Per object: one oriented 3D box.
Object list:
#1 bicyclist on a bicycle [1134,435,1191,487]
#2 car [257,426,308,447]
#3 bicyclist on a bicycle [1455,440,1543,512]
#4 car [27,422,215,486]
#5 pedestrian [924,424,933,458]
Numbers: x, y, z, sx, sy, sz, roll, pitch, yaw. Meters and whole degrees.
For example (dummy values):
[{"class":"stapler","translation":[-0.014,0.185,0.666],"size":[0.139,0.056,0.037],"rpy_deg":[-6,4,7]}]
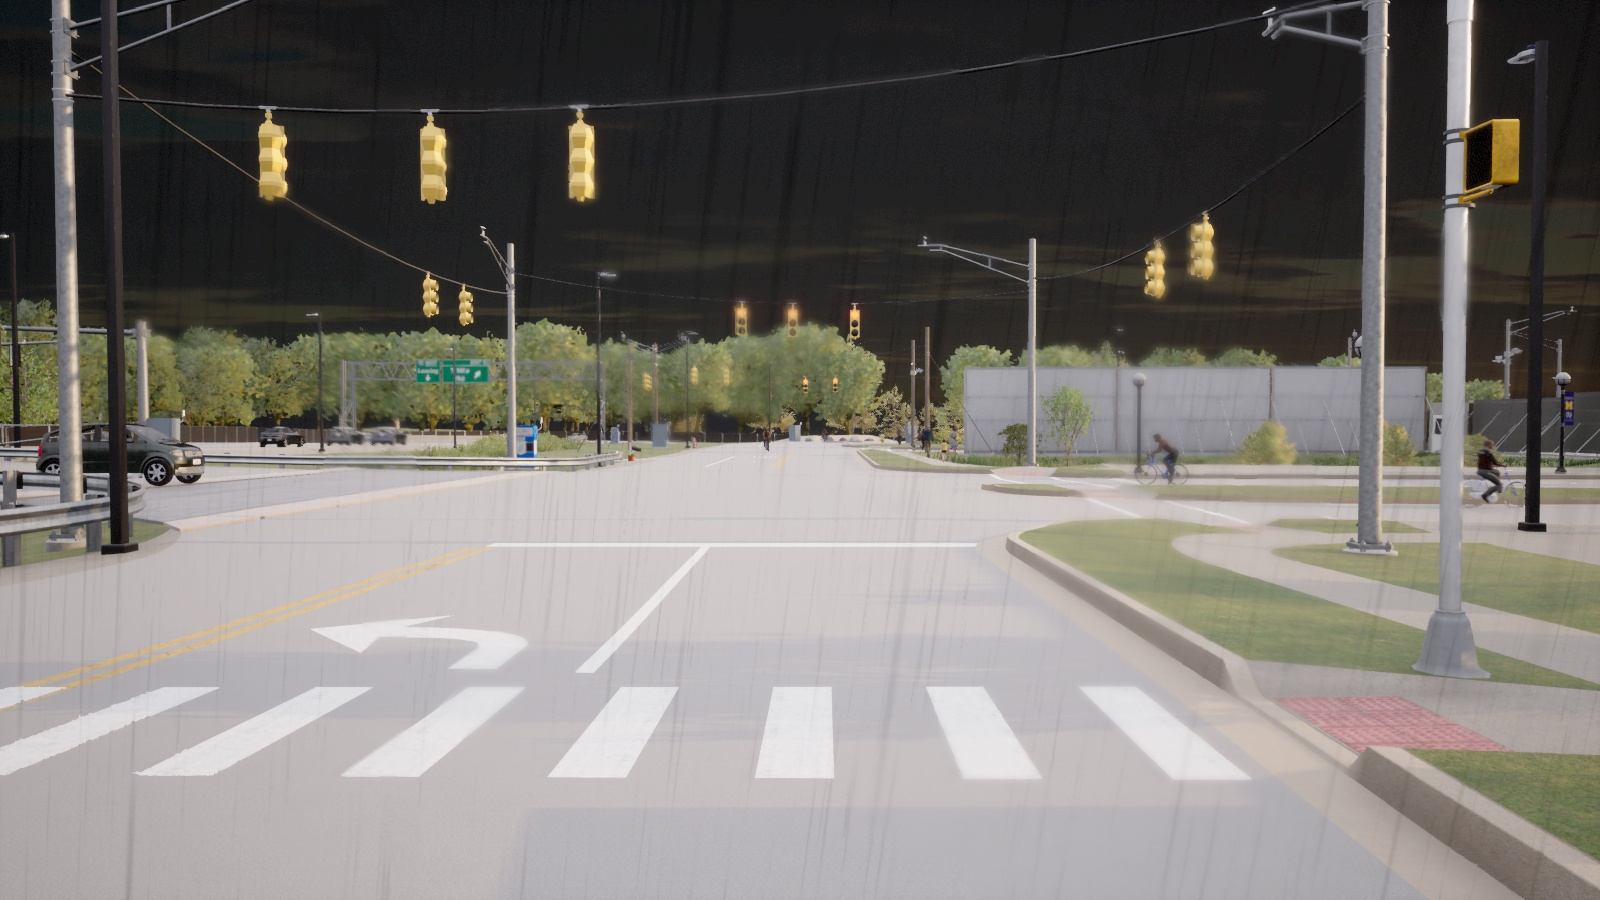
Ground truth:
[{"class":"bicyclist on a bicycle","translation":[11.429,0.330,39.639],"size":[1.656,1.620,0.582],"rpy_deg":[1,1,11]},{"class":"car","translation":[-36.834,-0.978,89.479],"size":[1.816,1.474,4.193],"rpy_deg":[0,1,1]},{"class":"bicyclist on a bicycle","translation":[17.639,0.649,31.709],"size":[1.843,1.776,0.659],"rpy_deg":[0,1,-2]},{"class":"car","translation":[-16.831,0.080,31.250],"size":[3.705,1.549,1.789],"rpy_deg":[0,1,1]},{"class":"pedestrian","translation":[7.045,-0.497,68.967],"size":[0.402,1.842,0.726],"rpy_deg":[0,2,1]}]
